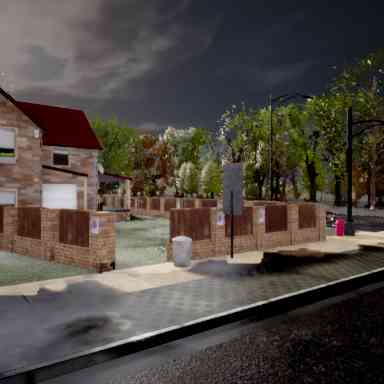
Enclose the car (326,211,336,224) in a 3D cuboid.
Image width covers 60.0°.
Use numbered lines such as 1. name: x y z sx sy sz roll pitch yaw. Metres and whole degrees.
1. car: 7.684 1.469 23.349 1.812 1.442 4.674 0 0 -36
